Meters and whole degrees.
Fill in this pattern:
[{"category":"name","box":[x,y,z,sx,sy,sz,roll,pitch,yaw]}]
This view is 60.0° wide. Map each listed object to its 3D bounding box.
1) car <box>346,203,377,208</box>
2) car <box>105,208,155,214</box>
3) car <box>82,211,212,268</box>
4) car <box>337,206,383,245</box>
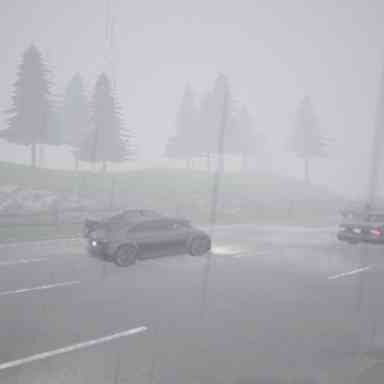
[{"category":"car","box":[13.833,1.501,26.517,4.718,1.301,1.895,0,0,-36]},{"category":"car","box":[-2.318,1.452,14.990,5.008,1.535,1.882,0,0,-36]},{"category":"car","box":[-1.356,1.544,11.376,4.181,1.385,1.994,0,0,-36]},{"category":"car","box":[8.241,1.492,13.926,5.357,1.411,2.033,0,0,-36]}]
